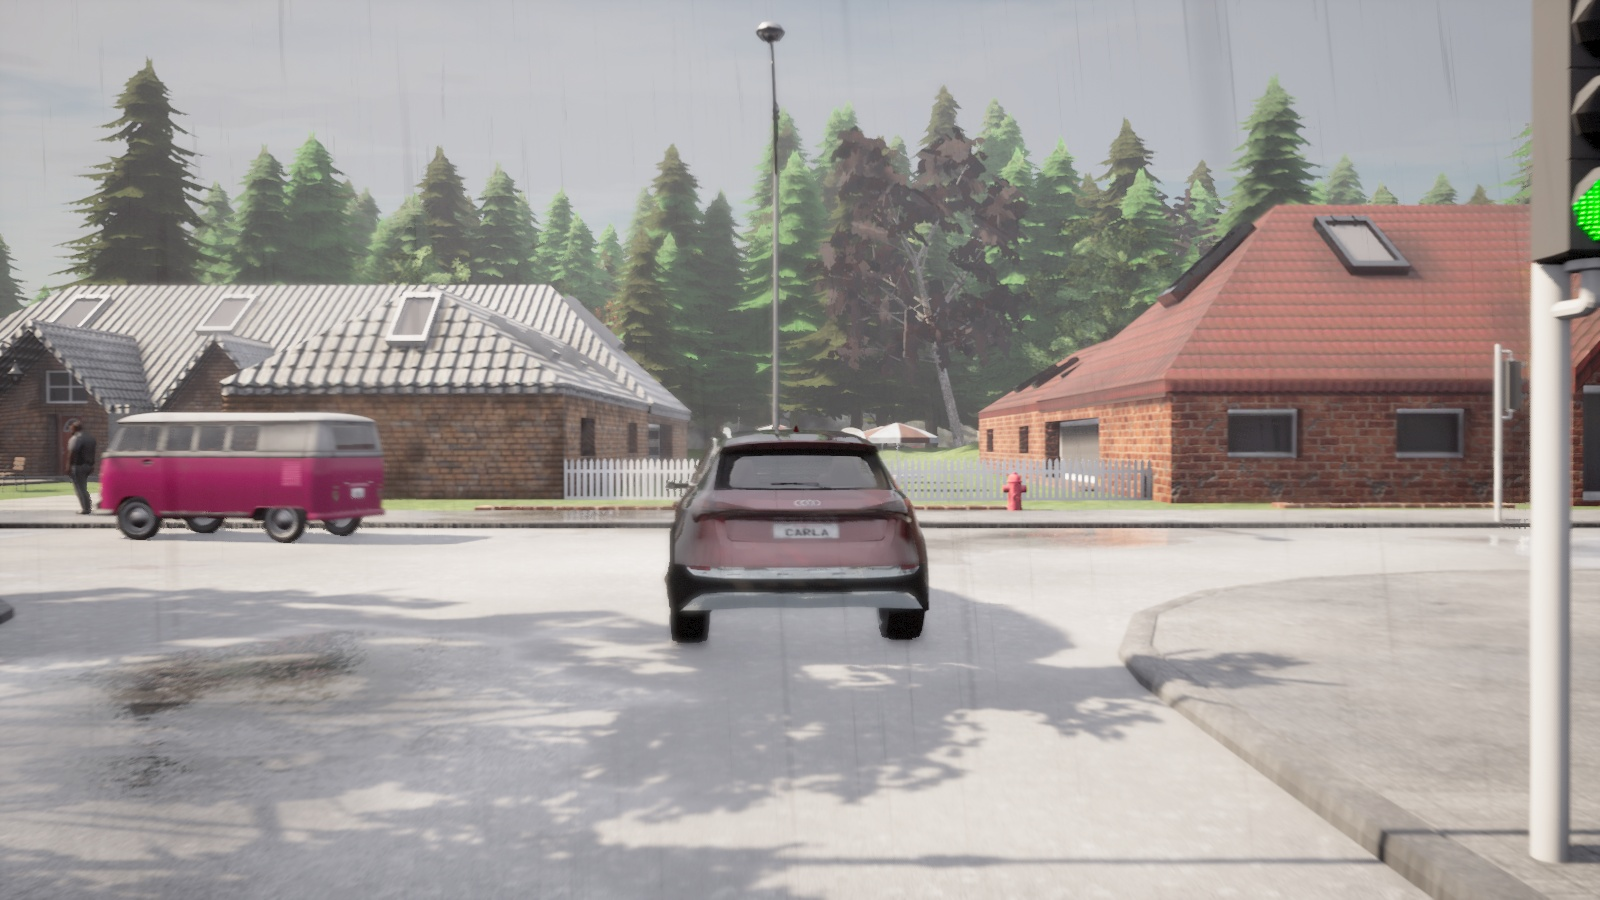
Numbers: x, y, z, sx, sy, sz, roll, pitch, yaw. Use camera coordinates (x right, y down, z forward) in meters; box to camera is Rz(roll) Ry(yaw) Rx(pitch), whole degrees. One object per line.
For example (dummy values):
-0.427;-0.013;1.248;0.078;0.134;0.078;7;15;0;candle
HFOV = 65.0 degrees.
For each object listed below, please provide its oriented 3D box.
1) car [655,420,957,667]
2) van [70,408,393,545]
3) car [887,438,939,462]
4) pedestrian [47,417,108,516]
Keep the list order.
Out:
-0.166;0.615;10.874;2.033;1.649;4.856;0;0;-5;car
-8.857;0.381;19.666;4.442;1.987;1.775;0;0;13;van
8.809;-0.003;97.967;3.866;1.878;1.905;0;0;0;car
-13.909;0.305;24.185;0.849;1.883;0.563;0;0;11;pedestrian
